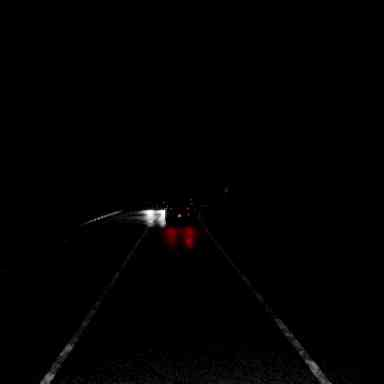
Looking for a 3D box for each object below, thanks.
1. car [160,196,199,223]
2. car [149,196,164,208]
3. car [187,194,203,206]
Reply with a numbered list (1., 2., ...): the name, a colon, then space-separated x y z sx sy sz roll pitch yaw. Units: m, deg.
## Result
1. car: -0.832 1.268 23.225 2.128 1.511 4.902 0 0 -1
2. car: -3.619 1.171 38.913 1.895 1.301 4.718 1 1 6
3. car: 0.133 1.067 40.949 1.837 1.490 4.892 1 1 7
